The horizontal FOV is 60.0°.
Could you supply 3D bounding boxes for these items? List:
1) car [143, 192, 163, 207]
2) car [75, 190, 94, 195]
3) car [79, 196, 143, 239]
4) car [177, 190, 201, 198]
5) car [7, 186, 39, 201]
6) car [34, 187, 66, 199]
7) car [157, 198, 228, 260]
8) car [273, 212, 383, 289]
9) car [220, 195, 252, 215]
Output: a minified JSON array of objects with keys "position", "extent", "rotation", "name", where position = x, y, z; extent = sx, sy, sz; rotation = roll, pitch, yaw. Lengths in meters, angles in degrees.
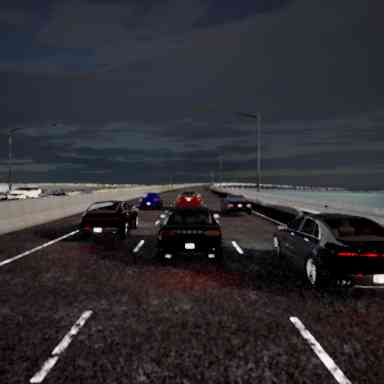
[{"position":[-3.786,0.766,31.063],"extent":[1.812,1.442,4.674],"rotation":[0,1,0],"name":"car"},{"position":[-14.523,0.465,45.314],"extent":[2.033,1.411,5.357],"rotation":[0,1,0],"name":"car"},{"position":[-3.616,1.140,15.086],"extent":[1.837,1.490,4.892],"rotation":[0,1,-1],"name":"car"},{"position":[-0.273,0.611,29.864],"extent":[2.097,1.767,4.553],"rotation":[0,1,0],"name":"car"},{"position":[-21.523,0.216,43.070],"extent":[2.150,2.045,5.566],"rotation":[0,1,0],"name":"car"},{"position":[-18.019,0.473,43.158],"extent":[2.128,1.511,4.902],"rotation":[0,1,0],"name":"car"},{"position":[-0.078,1.198,11.216],"extent":[1.882,1.535,5.008],"rotation":[0,2,0],"name":"car"},{"position":[3.444,1.282,8.488],"extent":[1.837,1.490,4.892],"rotation":[0,1,0],"name":"car"},{"position":[3.247,0.914,25.155],"extent":[2.033,1.411,5.357],"rotation":[0,1,0],"name":"car"}]
